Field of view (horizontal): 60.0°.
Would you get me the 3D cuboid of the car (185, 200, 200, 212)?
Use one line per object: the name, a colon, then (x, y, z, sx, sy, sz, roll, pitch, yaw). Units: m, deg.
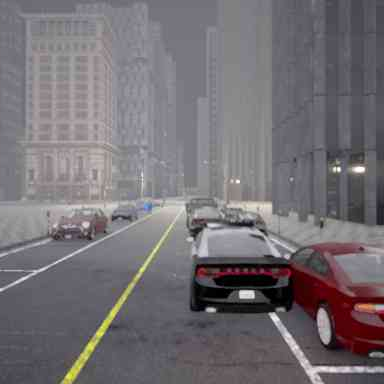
car: (0.092, 1.824, 44.982, 1.837, 1.490, 4.892, 0, 0, 1)

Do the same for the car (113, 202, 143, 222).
car: (-5.726, 1.776, 28.737, 1.947, 1.339, 4.313, 0, 0, 0)

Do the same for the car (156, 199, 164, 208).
car: (-5.688, 1.949, 56.941, 2.008, 1.369, 4.403, 0, 0, 0)

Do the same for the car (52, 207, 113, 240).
car: (-5.742, 1.571, 17.455, 1.967, 1.590, 4.097, 0, 0, 0)

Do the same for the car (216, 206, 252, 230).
car: (2.792, 1.735, 23.086, 1.947, 1.339, 4.313, 0, 0, 0)

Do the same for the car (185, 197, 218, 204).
car: (0.709, 1.399, 23.935, 2.150, 2.045, 5.566, 0, 0, 0)

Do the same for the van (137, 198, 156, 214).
van: (-5.711, 1.628, 40.020, 1.690, 1.788, 3.998, 0, 0, 0)

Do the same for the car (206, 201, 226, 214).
car: (2.815, 1.836, 40.008, 2.008, 1.369, 4.403, 0, 0, 0)

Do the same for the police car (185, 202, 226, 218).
police car: (0.797, 1.559, 17.985, 1.930, 1.638, 5.238, 0, 0, -2)

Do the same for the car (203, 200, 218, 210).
car: (2.830, 1.911, 51.290, 2.008, 1.369, 4.403, 0, 0, 0)

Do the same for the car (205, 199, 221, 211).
car: (2.822, 1.763, 45.650, 1.967, 1.590, 4.097, 0, 0, 0)

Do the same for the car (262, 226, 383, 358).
car: (2.769, 1.591, 6.165, 1.887, 1.381, 4.507, 0, 0, 0)

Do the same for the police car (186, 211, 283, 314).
police car: (0.899, 1.488, 8.013, 1.930, 1.638, 5.238, 0, 0, 0)

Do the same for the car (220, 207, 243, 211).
car: (2.784, 1.680, 17.445, 2.008, 1.369, 4.403, 0, 0, 0)

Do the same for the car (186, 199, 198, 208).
car: (0.078, 1.965, 57.541, 1.994, 1.385, 4.181, 0, 0, 0)

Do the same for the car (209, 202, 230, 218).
car: (2.807, 1.774, 34.537, 1.752, 1.417, 4.829, 0, 0, 0)
